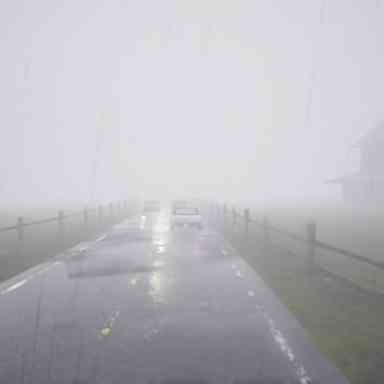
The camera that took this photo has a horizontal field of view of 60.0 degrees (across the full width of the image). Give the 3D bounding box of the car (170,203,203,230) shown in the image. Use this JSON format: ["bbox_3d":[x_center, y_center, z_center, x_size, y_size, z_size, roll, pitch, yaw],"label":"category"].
[{"bbox_3d":[-0.419,1.608,20.990,1.895,1.301,4.718,0,0,-2],"label":"car"}]

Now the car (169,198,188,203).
[{"bbox_3d":[-1.526,1.526,38.887,1.837,1.490,4.892,0,0,-4],"label":"car"}]

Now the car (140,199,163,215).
[{"bbox_3d":[-4.109,1.524,34.026,1.837,1.490,4.892,0,0,-4],"label":"car"}]
